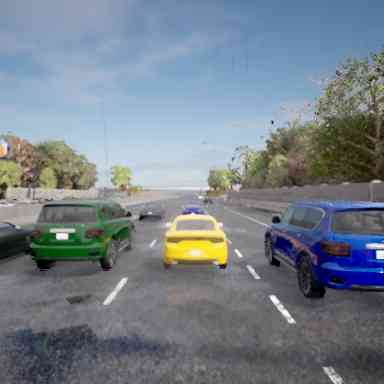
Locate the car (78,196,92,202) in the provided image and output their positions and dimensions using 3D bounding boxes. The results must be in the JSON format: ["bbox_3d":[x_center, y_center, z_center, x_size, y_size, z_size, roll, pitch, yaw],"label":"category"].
[{"bbox_3d":[-24.536,1.639,76.456,1.994,1.385,4.181,0,0,0],"label":"car"}]

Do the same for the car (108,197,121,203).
[{"bbox_3d":[-17.535,1.771,75.641,1.812,1.442,4.674,0,0,0],"label":"car"}]

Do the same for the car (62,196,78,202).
[{"bbox_3d":[-28.036,1.586,76.454,1.837,1.490,4.892,0,0,0],"label":"car"}]

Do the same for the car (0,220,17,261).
[{"bbox_3d":[-6.905,1.616,11.180,1.994,1.385,4.181,0,0,0],"label":"car"}]

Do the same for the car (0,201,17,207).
[{"bbox_3d":[-17.608,1.644,34.940,1.882,1.535,5.008,0,-1,0],"label":"car"}]

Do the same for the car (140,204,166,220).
[{"bbox_3d":[-3.411,1.702,29.258,1.994,1.385,4.181,0,0,0],"label":"car"}]

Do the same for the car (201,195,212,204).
[{"bbox_3d":[3.466,1.868,73.295,1.837,1.490,4.892,0,0,0],"label":"car"}]

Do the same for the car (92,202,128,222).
[{"bbox_3d":[-6.914,1.639,28.603,1.837,1.490,4.892,0,0,0],"label":"car"}]

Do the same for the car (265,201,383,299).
[{"bbox_3d":[3.485,1.240,8.686,2.150,2.045,5.566,0,0,0],"label":"car"}]

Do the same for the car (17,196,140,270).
[{"bbox_3d":[-3.406,1.274,11.404,2.150,2.045,5.566,0,0,0],"label":"car"}]

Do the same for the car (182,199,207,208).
[{"bbox_3d":[0.085,1.666,29.735,1.812,1.442,4.674,0,0,0],"label":"car"}]

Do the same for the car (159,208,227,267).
[{"bbox_3d":[0.094,1.531,11.596,1.882,1.535,5.008,0,0,0],"label":"car"}]
